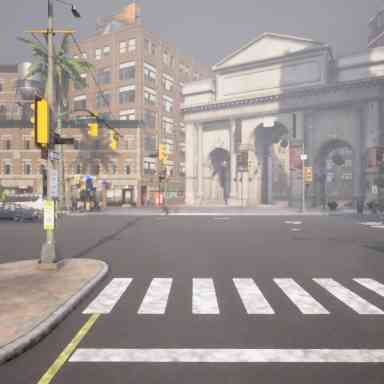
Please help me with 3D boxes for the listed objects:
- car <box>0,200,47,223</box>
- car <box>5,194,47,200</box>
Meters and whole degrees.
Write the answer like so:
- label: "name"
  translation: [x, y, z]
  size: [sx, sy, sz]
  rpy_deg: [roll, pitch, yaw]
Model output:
- label: "car"
  translation: [-13.811, 1.547, 24.939]
  size: [5.357, 1.411, 2.033]
  rpy_deg: [0, 0, 0]
- label: "car"
  translation: [-14.637, 1.221, 28.446]
  size: [5.566, 2.045, 2.150]
  rpy_deg: [0, 0, 0]
